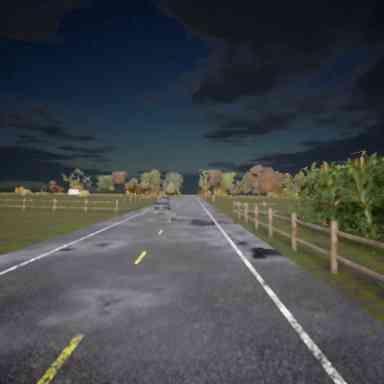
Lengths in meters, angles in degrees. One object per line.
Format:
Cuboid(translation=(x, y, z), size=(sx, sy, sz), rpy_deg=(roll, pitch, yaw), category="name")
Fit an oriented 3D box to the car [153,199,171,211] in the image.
Cuboid(translation=(-3.605, 1.525, 41.310), size=(2.033, 1.411, 5.357), rpy_deg=(0, 0, 0), category="car")
